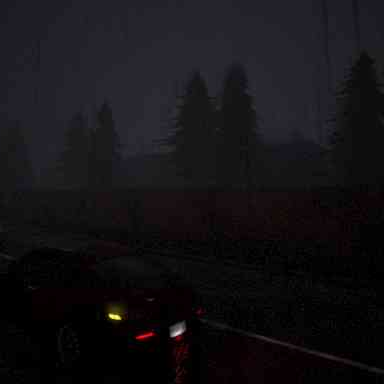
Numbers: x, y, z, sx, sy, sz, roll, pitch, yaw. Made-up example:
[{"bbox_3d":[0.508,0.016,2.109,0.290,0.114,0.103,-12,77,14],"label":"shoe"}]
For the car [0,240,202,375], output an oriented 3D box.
[{"bbox_3d":[-1.967,1.554,5.625,4.674,1.442,1.812,0,0,39],"label":"car"}]
